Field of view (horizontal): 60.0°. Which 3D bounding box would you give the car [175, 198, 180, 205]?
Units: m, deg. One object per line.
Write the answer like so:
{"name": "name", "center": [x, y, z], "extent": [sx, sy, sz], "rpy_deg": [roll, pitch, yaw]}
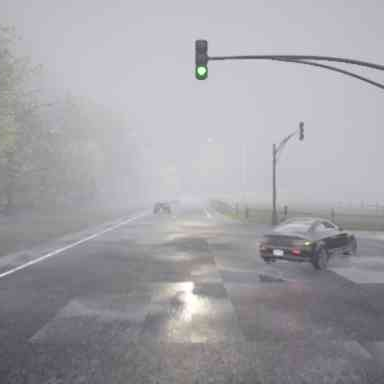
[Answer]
{"name": "car", "center": [-3.390, 1.868, 65.796], "extent": [1.837, 1.490, 4.892], "rpy_deg": [0, 0, 0]}

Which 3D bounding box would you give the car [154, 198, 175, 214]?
{"name": "car", "center": [-3.393, 1.721, 39.081], "extent": [1.837, 1.490, 4.892], "rpy_deg": [0, -1, 0]}

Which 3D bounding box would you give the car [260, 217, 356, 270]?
{"name": "car", "center": [4.025, 1.592, 11.359], "extent": [1.812, 1.442, 4.674], "rpy_deg": [-2, -1, 41]}
